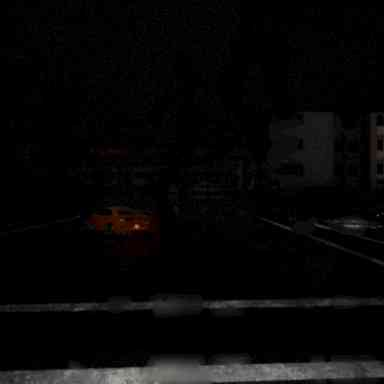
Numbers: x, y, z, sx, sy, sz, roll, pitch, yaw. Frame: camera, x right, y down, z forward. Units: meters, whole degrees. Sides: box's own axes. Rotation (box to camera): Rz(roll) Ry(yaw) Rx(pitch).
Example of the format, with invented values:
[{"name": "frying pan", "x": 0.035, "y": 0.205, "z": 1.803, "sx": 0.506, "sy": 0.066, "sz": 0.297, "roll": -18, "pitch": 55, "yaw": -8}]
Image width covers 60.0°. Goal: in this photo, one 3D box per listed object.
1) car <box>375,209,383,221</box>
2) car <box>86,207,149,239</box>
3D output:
[{"name": "car", "x": 16.668, "y": 1.539, "z": 25.453, "sx": 4.892, "sy": 1.490, "sz": 1.837, "roll": 0, "pitch": 0, "yaw": 1}, {"name": "car", "x": -4.147, "y": 1.536, "z": 18.130, "sx": 1.882, "sy": 1.535, "sz": 5.008, "roll": 1, "pitch": -1, "yaw": -36}]
